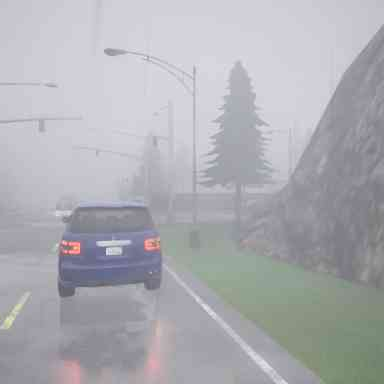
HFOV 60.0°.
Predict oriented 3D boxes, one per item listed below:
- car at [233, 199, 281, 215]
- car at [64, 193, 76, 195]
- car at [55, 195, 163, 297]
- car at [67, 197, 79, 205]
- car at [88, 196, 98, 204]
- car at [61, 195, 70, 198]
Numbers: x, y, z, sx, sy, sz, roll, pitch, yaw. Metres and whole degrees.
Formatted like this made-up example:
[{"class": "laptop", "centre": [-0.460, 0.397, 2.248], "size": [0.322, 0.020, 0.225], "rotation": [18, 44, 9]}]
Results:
[{"class": "car", "centre": [6.511, 1.505, 33.284], "size": [4.892, 1.490, 1.837], "rotation": [0, 0, -18]}, {"class": "car", "centre": [-19.292, 1.221, 52.417], "size": [2.150, 2.045, 5.566], "rotation": [0, 0, -17]}, {"class": "car", "centre": [-2.248, 1.221, 8.924], "size": [2.150, 2.045, 5.566], "rotation": [0, 0, -16]}, {"class": "car", "centre": [-22.183, 1.564, 62.101], "size": [1.994, 1.385, 4.181], "rotation": [0, 0, -17]}, {"class": "car", "centre": [-19.240, 1.526, 64.582], "size": [1.812, 1.442, 4.674], "rotation": [0, 0, -17]}, {"class": "car", "centre": [-16.394, 1.492, 42.874], "size": [2.128, 1.511, 4.902], "rotation": [0, 0, -17]}]
